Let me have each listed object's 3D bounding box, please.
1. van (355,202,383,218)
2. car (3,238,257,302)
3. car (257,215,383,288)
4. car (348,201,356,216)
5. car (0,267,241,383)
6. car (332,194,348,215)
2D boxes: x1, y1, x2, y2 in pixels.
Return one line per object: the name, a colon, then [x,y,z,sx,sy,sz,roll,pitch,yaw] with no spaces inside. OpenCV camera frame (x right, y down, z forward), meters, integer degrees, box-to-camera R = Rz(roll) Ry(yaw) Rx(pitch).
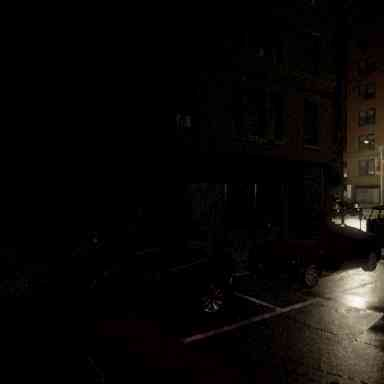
van: [8.113,1.338,12.477,3.998,1.788,1.690,0,0,-35]
car: [-1.132,1.566,5.944,4.313,1.339,1.947,0,0,-35]
car: [3.490,1.544,9.211,4.507,1.381,1.887,0,0,-35]
car: [13.111,1.218,31.641,2.150,2.045,5.566,0,0,-36]
car: [-2.021,1.601,1.936,4.718,1.301,1.895,0,0,-35]
car: [10.475,1.206,29.742,2.150,2.045,5.566,0,0,-36]
